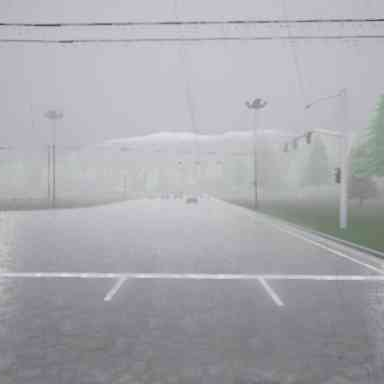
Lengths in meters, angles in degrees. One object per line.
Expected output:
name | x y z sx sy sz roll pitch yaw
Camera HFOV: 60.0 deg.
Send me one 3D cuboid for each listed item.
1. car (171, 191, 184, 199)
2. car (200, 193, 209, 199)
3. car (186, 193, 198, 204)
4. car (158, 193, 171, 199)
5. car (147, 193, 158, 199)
car | -3.519 0.842 86.713 2.150 2.045 5.566 0 0 0
car | 3.481 1.140 86.919 1.812 1.442 4.674 0 0 0
car | -0.013 1.274 56.949 1.812 1.442 4.674 0 0 0
car | -7.019 0.970 87.123 2.097 1.767 4.553 0 0 0
car | -10.519 1.211 87.007 1.895 1.301 4.718 0 0 0
